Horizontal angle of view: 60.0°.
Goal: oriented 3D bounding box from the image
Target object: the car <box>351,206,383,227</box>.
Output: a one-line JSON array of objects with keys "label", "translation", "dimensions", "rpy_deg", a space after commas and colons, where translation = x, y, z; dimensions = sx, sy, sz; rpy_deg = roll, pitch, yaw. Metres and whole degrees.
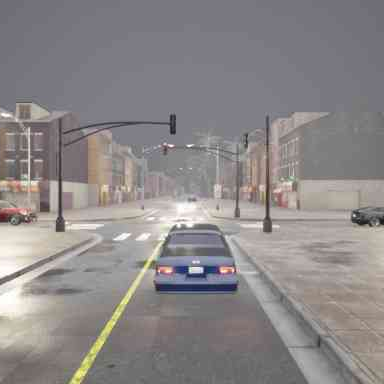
[{"label": "car", "translation": [12.350, 1.526, 21.033], "dimensions": [4.313, 1.339, 1.947], "rpy_deg": [0, 0, 0]}]

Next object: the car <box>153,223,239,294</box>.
[{"label": "car", "translation": [0.080, 1.551, 8.916], "dimensions": [2.033, 1.411, 5.357], "rpy_deg": [0, 0, 0]}]

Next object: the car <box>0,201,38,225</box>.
[{"label": "car", "translation": [-13.473, 1.401, 23.632], "dimensions": [4.553, 1.767, 2.097], "rpy_deg": [0, 0, -1]}]

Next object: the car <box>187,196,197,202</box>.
[{"label": "car", "translation": [-0.002, 1.564, 75.850], "dimensions": [1.882, 1.535, 5.008], "rpy_deg": [0, 0, 0]}]
